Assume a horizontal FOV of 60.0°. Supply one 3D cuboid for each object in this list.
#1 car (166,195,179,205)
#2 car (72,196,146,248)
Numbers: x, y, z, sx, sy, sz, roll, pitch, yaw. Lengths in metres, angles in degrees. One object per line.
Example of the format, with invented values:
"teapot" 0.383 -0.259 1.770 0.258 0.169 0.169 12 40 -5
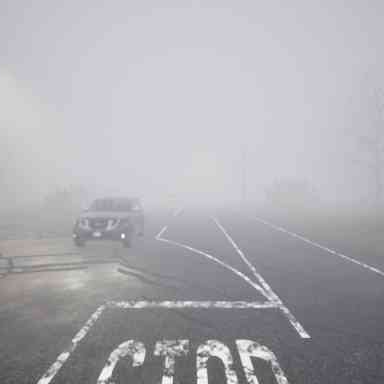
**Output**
"car" -3.337 1.278 57.276 2.097 1.767 4.553 0 0 0
"car" -3.448 1.197 14.948 2.150 2.045 5.566 0 0 0
